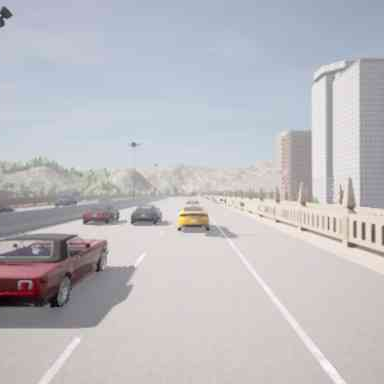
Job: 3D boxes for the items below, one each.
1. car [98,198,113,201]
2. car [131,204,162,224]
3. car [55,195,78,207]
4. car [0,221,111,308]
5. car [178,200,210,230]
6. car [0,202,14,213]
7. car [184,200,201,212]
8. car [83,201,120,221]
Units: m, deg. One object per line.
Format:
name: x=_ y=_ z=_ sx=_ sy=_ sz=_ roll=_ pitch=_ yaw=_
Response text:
car: x=-14.009 y=1.707 z=53.826 sx=1.837 sy=1.490 sz=4.892 roll=0 pitch=-1 yaw=0
car: x=-3.403 y=1.634 z=25.395 sx=1.994 sy=1.385 sz=4.181 roll=0 pitch=0 yaw=0
car: x=-21.008 y=1.509 z=55.970 sx=2.150 sy=2.045 sz=5.566 roll=0 pitch=0 yaw=0
car: x=-3.402 y=1.618 z=7.874 sx=1.895 sy=1.301 sz=4.718 roll=0 pitch=0 yaw=0
car: x=0.096 y=1.533 z=21.390 sx=1.882 sy=1.535 sz=5.008 roll=0 pitch=0 yaw=0
car: x=-17.583 y=1.611 z=29.355 sx=1.812 sy=1.442 sz=4.674 roll=0 pitch=0 yaw=0
car: x=0.094 y=1.694 z=41.071 sx=1.994 sy=1.385 sz=4.181 roll=0 pitch=0 yaw=0
car: x=-6.904 y=1.635 z=25.649 sx=1.994 sy=1.385 sz=4.181 roll=0 pitch=0 yaw=0
